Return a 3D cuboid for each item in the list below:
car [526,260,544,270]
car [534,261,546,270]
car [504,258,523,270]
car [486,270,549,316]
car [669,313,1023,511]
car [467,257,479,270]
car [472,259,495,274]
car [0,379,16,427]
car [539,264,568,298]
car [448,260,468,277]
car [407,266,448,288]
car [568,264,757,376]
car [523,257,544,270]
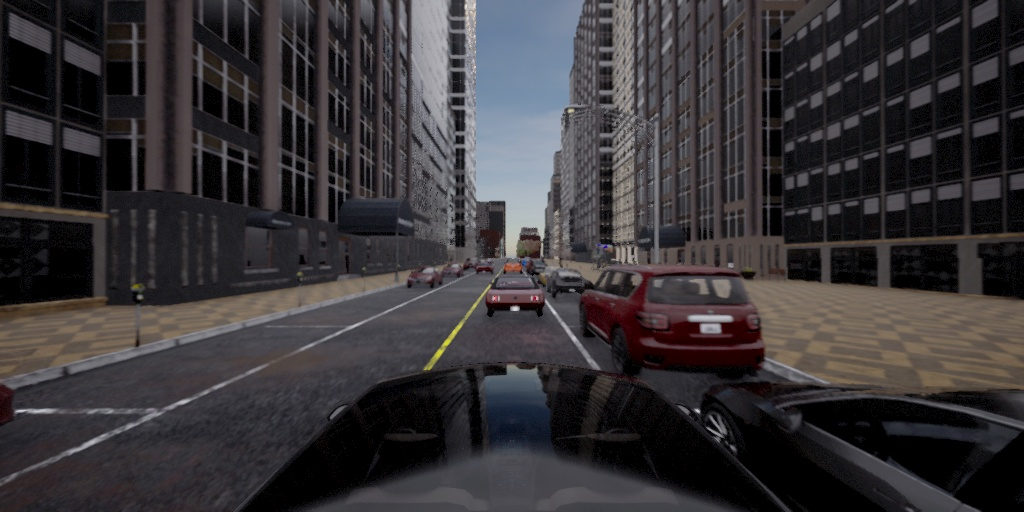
[{"bbox_3d":[2.697,1.327,34.950,1.948,1.339,4.313,0,0,0],"label":"car"},{"bbox_3d":[2.695,1.283,24.042,1.751,1.417,4.829,0,0,0],"label":"car"},{"bbox_3d":[0.108,1.116,42.168,2.097,1.767,4.553,0,0,0],"label":"car"},{"bbox_3d":[0.102,1.355,13.419,1.895,1.301,4.718,0,0,0],"label":"car"},{"bbox_3d":[2.691,1.316,1.715,1.948,1.339,4.313,0,0,0],"label":"car"},{"bbox_3d":[-5.680,1.081,51.570,2.192,1.841,5.009,0,0,0],"label":"car"},{"bbox_3d":[-2.993,1.364,40.453,1.895,1.301,4.718,0,0,0],"label":"car"},{"bbox_3d":[-5.689,1.332,1.716,1.802,1.307,4.207,0,0,0],"label":"car"},{"bbox_3d":[2.694,1.306,18.333,2.007,1.370,4.403,0,0,0],"label":"car"},{"bbox_3d":[-5.683,1.344,34.952,1.802,1.307,4.207,0,0,0],"label":"car"},{"bbox_3d":[-5.685,1.340,23.873,1.802,1.307,4.207,0,0,0],"label":"car"},{"bbox_3d":[2.692,1.067,7.254,2.192,1.841,5.009,0,0,0],"label":"car"},{"bbox_3d":[2.699,1.078,40.490,2.192,1.841,5.009,0,0,0],"label":"car"}]
